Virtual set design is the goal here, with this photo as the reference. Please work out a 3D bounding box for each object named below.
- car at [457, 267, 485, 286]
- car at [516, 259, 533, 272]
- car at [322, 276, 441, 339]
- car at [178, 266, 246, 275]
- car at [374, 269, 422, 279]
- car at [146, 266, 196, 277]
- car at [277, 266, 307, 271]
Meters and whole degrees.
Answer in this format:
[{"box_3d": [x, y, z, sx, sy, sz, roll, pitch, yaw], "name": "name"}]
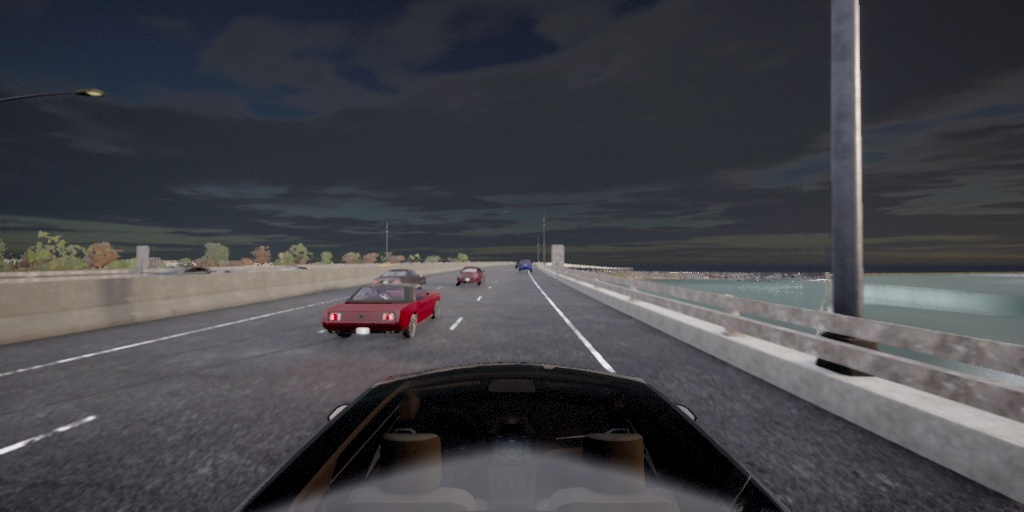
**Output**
[{"box_3d": [-3.176, 1.553, 28.224, 1.812, 1.442, 4.674, 0, -1, 1], "name": "car"}, {"box_3d": [2.170, 1.580, 57.711, 2.150, 2.045, 5.566, 0, -1, 2], "name": "car"}, {"box_3d": [-3.371, 1.439, 10.374, 1.895, 1.301, 4.718, 0, -1, 0], "name": "car"}, {"box_3d": [-20.908, 1.603, 26.060, 1.895, 1.301, 4.718, 0, -1, 1], "name": "car"}, {"box_3d": [-6.770, 1.508, 22.008, 2.033, 1.411, 5.357, 0, -1, 1], "name": "car"}, {"box_3d": [-24.397, 1.510, 26.598, 1.837, 1.490, 4.892, 0, 0, 1], "name": "car"}, {"box_3d": [-17.379, 1.551, 28.182, 1.812, 1.442, 4.674, 0, -1, 1], "name": "car"}]
